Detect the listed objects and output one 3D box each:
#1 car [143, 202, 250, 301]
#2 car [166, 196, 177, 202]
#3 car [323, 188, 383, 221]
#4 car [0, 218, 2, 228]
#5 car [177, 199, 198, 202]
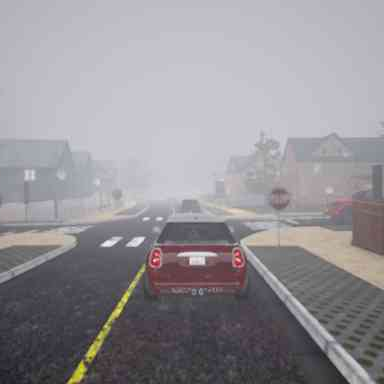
[{"bbox_3d":[0.045,1.300,8.388,2.097,1.767,4.553,0,1,-1],"label":"car"},{"bbox_3d":[-3.995,1.418,64.780,1.994,1.385,4.181,0,0,-10],"label":"car"},{"bbox_3d":[11.554,0.780,21.752,5.566,2.045,2.150,-1,0,1],"label":"car"},{"bbox_3d":[-13.580,1.636,18.910,5.008,1.535,1.882,-1,0,-1],"label":"car"},{"bbox_3d":[-0.218,1.370,30.610,1.837,1.490,4.892,0,0,-2],"label":"car"}]
